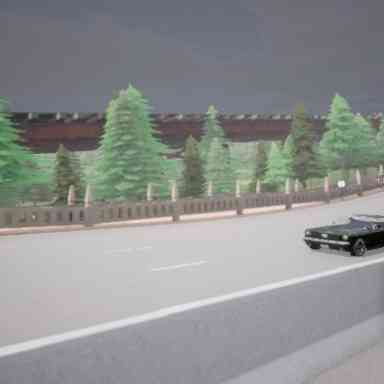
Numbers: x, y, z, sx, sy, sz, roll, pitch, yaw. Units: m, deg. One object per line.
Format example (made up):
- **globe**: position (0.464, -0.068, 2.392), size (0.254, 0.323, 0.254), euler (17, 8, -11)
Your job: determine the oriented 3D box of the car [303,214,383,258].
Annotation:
- **car**: position (6.405, 1.557, 12.824), size (4.718, 1.301, 1.895), euler (-1, 0, -35)
